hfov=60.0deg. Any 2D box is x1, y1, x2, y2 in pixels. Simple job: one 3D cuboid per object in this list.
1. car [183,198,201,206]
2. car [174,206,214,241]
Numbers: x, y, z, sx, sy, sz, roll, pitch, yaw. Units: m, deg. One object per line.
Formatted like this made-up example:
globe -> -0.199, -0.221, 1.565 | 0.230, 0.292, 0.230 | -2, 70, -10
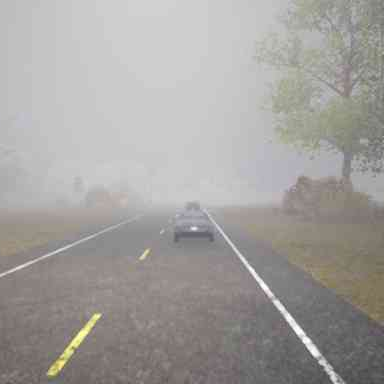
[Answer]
car -> 0.099, 1.698, 41.462 | 1.837, 1.490, 4.892 | 0, 0, 0
car -> 0.100, 1.653, 17.275 | 1.994, 1.385, 4.181 | 0, 0, 0
